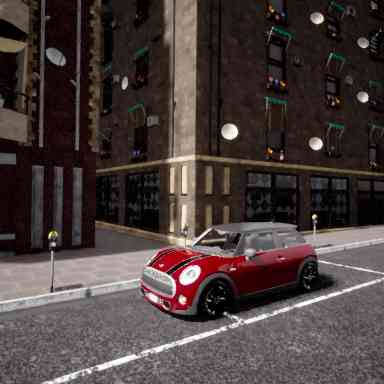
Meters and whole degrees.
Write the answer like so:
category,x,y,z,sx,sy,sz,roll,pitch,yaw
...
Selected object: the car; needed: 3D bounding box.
category,x,y,z,sx,sy,sz,roll,pitch,yaw
car,0.907,1.442,7.335,4.097,1.590,1.967,0,1,-35
